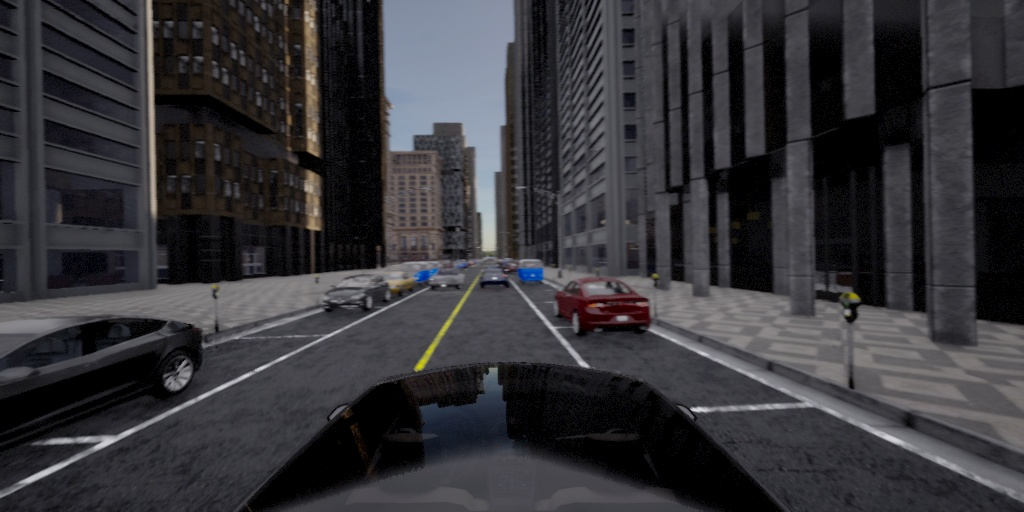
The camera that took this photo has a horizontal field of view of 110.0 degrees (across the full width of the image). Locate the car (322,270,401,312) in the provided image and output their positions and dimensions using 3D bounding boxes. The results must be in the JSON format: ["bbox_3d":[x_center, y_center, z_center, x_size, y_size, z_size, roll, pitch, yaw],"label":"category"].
[{"bbox_3d":[-6.476,1.488,15.397,2.007,1.370,4.403,0,0,-3],"label":"car"}]

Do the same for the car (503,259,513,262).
[{"bbox_3d":[0.073,1.492,49.683,1.802,1.307,4.207,0,0,-3],"label":"car"}]

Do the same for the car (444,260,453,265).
[{"bbox_3d":[-7.783,1.482,37.921,1.967,1.591,4.097,0,0,-3],"label":"car"}]

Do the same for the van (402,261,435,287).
[{"bbox_3d":[-7.129,1.331,26.659,1.690,1.789,3.998,0,0,-3],"label":"van"}]

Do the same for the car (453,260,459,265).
[{"bbox_3d":[-8.109,1.383,43.554,2.192,1.841,5.009,0,0,-3],"label":"car"}]

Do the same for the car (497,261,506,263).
[{"bbox_3d":[-1.963,1.516,37.958,1.895,1.301,4.718,-1,0,-3],"label":"car"}]

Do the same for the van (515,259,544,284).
[{"bbox_3d":[1.379,1.147,27.158,1.690,1.789,3.998,0,0,-3],"label":"van"}]

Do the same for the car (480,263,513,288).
[{"bbox_3d":[-1.213,1.420,25.221,1.994,1.385,4.181,-1,0,-3],"label":"car"}]

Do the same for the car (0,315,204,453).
[{"bbox_3d":[-5.823,1.451,4.134,1.948,1.339,4.313,0,0,-3],"label":"car"}]

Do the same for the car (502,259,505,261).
[{"bbox_3d":[-0.254,1.502,55.314,1.948,1.339,4.313,0,0,-3],"label":"car"}]

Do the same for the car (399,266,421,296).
[{"bbox_3d":[-6.793,1.489,20.858,1.751,1.417,4.829,0,0,-3],"label":"car"}]

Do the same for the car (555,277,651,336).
[{"bbox_3d":[2.359,1.273,10.265,1.888,1.381,4.507,0,0,-3],"label":"car"}]

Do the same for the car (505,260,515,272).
[{"bbox_3d":[0.399,1.466,44.052,1.802,1.307,4.207,0,0,-3],"label":"car"}]

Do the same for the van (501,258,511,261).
[{"bbox_3d":[-0.580,1.302,60.945,1.690,1.789,3.998,0,0,-3],"label":"van"}]

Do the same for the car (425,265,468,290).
[{"bbox_3d":[-4.317,1.521,24.268,1.895,1.301,4.718,-1,0,-3],"label":"car"}]

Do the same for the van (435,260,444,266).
[{"bbox_3d":[-7.456,1.357,32.290,1.690,1.789,3.998,0,0,-3],"label":"van"}]
